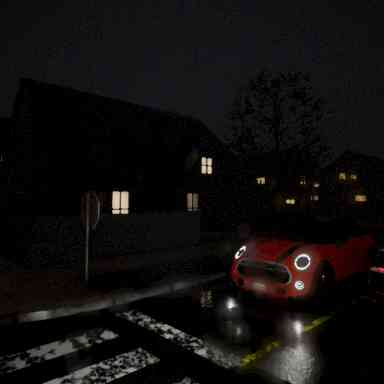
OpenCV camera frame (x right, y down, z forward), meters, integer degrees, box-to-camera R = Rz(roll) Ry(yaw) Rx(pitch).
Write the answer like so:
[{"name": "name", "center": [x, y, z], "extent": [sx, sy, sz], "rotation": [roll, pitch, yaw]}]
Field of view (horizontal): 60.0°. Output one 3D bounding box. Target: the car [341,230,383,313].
[{"name": "car", "center": [5.234, 1.567, 6.822], "extent": [4.902, 1.511, 2.128], "rotation": [1, -1, -43]}]

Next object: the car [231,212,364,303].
[{"name": "car", "center": [3.053, 1.449, 8.644], "extent": [4.553, 1.767, 2.097], "rotation": [1, -1, -44]}]
